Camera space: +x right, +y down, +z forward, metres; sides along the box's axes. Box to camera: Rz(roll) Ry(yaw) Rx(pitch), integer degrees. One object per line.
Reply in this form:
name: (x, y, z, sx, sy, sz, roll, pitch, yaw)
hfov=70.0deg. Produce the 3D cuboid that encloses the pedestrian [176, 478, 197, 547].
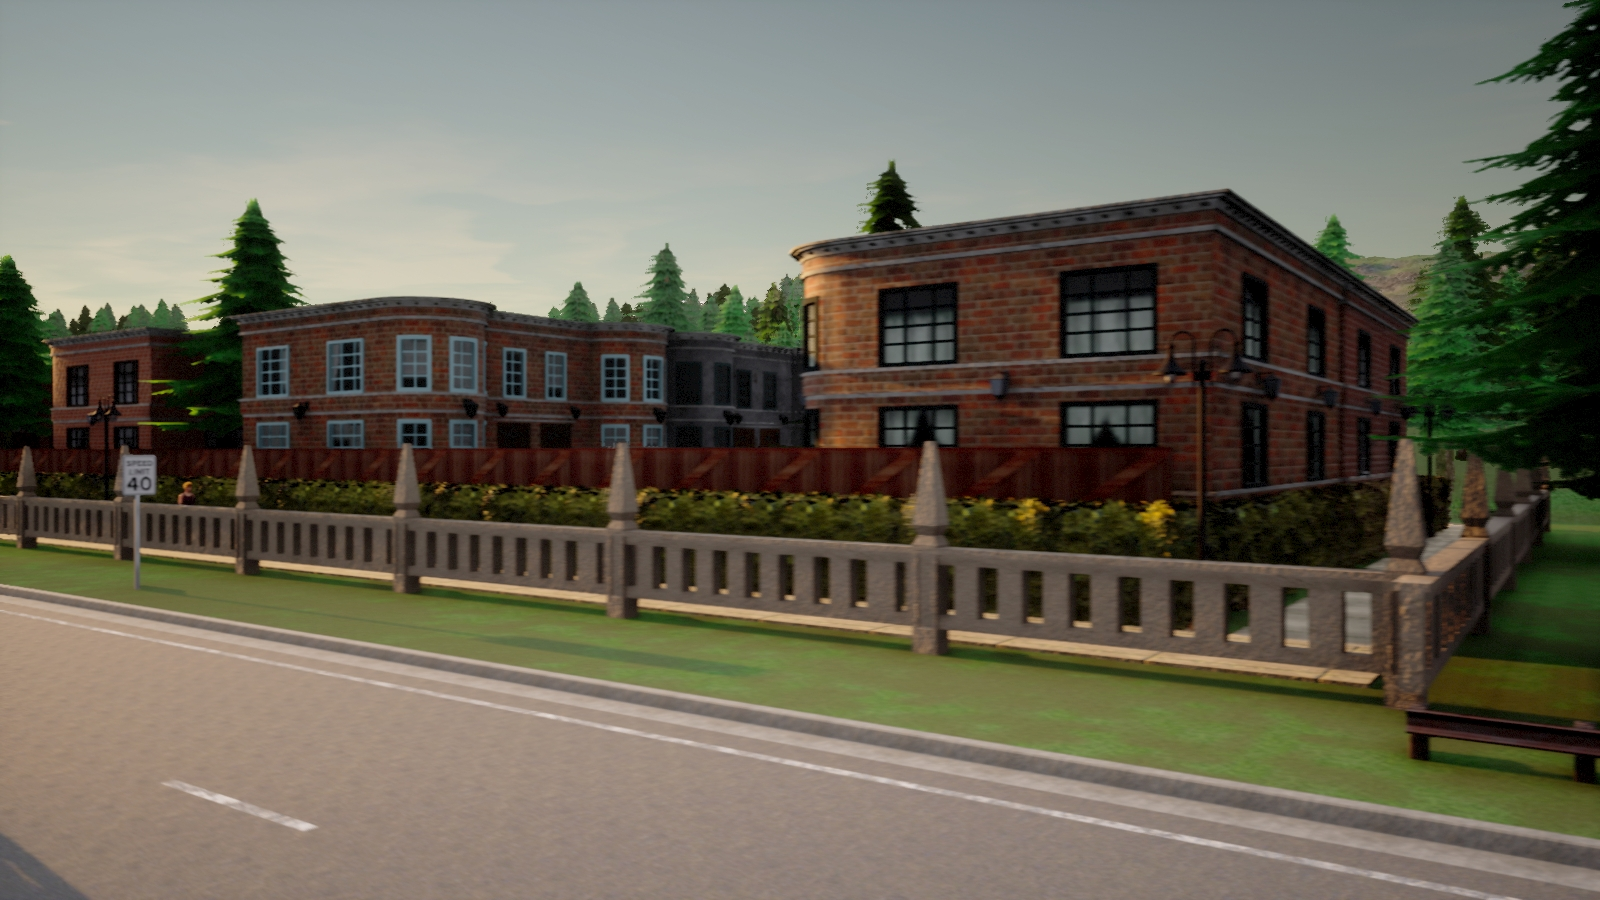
pedestrian: (-16.800, 1.711, 31.292, 0.375, 1.860, 0.375, 0, 0, 35)
